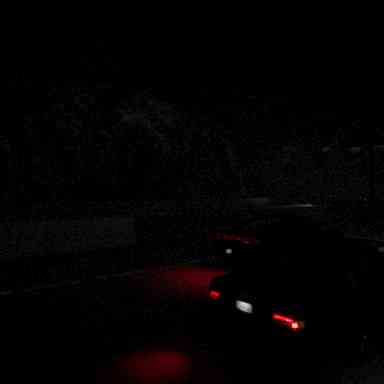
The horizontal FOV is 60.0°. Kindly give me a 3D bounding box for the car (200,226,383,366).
[{"bbox_3d":[2.663,1.518,5.821,5.357,1.411,2.033,0,0,-37],"label":"car"}]

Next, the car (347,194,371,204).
[{"bbox_3d":[24.181,1.102,46.424,4.553,1.767,2.097,0,0,-39],"label":"car"}]

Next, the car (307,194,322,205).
[{"bbox_3d":[19.917,1.103,51.980,4.553,1.767,2.097,0,0,-39],"label":"car"}]

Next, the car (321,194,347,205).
[{"bbox_3d":[21.655,1.245,48.876,4.902,1.511,2.128,0,0,-39],"label":"car"}]

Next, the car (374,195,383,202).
[{"bbox_3d":[26.353,1.241,43.676,4.902,1.511,2.128,0,0,-39],"label":"car"}]

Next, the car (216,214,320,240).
[{"bbox_3d":[2.943,1.432,10.512,5.008,1.535,1.882,0,0,-38],"label":"car"}]
